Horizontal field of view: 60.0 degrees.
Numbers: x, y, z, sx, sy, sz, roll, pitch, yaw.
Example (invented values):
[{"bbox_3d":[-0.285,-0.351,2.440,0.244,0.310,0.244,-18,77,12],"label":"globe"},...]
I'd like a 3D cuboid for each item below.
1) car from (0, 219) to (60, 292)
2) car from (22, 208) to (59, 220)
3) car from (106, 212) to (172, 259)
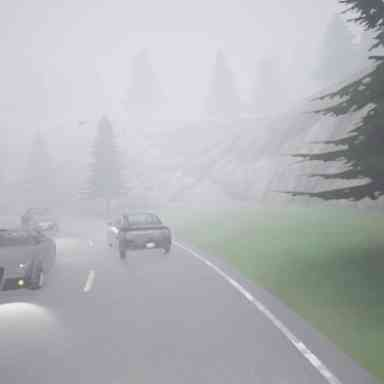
[{"bbox_3d":[-4.944,1.707,9.042,1.994,1.385,4.181,-2,0,-14],"label":"car"},{"bbox_3d":[-9.618,1.772,21.008,2.128,1.511,4.902,-2,0,-31],"label":"car"},{"bbox_3d":[-2.229,1.563,13.186,2.128,1.511,4.902,-1,0,-21],"label":"car"}]
